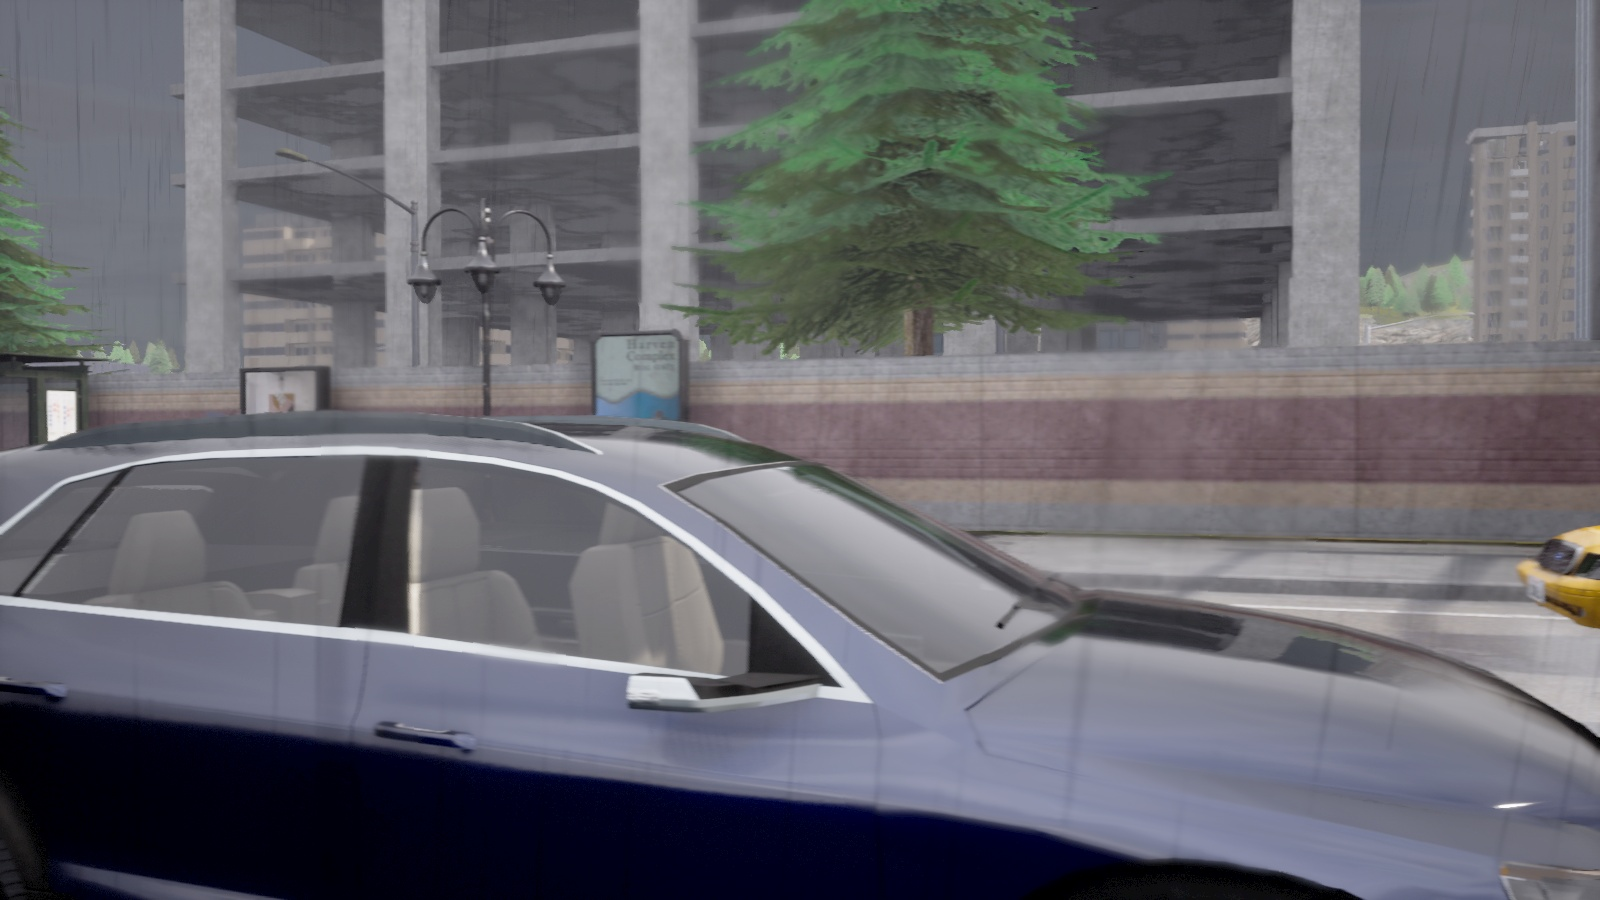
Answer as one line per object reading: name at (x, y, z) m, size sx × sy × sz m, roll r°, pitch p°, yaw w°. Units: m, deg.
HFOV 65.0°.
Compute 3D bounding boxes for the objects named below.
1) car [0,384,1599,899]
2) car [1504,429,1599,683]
car at (-0.548, 0.702, 3.376) m, size 4.856 × 1.649 × 2.033 m, roll 0°, pitch 1°, yaw 19°
car at (7.687, 0.665, 7.930) m, size 5.366 × 1.575 × 1.801 m, roll 0°, pitch 1°, yaw 16°
